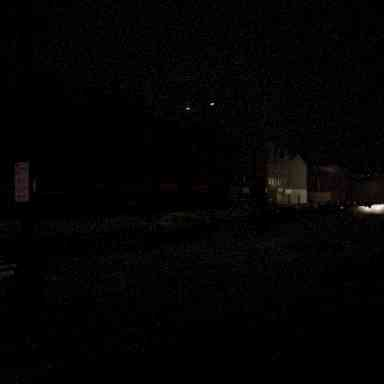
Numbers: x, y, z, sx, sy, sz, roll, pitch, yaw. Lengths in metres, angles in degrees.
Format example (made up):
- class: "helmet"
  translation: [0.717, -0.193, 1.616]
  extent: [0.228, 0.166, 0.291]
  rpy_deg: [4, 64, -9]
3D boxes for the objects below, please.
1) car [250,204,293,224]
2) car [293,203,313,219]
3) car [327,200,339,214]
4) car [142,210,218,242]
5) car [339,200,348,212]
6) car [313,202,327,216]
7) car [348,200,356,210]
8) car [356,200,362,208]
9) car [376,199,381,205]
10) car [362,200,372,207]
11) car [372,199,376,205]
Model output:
- class: "car"
  translation: [5.987, 1.713, 25.941]
  extent: [1.947, 1.339, 4.313]
  rpy_deg: [-1, -1, 35]
- class: "car"
  translation: [9.237, 1.741, 30.533]
  extent: [2.008, 1.369, 4.403]
  rpy_deg: [-1, -1, 35]
- class: "car"
  translation: [15.737, 1.832, 39.716]
  extent: [1.887, 1.381, 4.507]
  rpy_deg: [-1, -1, 35]
- class: "car"
  translation: [-0.415, 1.597, 16.896]
  extent: [1.752, 1.417, 4.829]
  rpy_deg: [-1, -1, 35]
- class: "car"
  translation: [18.987, 1.782, 44.310]
  extent: [1.967, 1.590, 4.097]
  rpy_deg: [-1, -1, 35]
- class: "car"
  translation: [12.488, 1.819, 35.124]
  extent: [1.802, 1.307, 4.206]
  rpy_deg: [-1, -1, 35]
- class: "car"
  translation: [22.238, 1.950, 48.900]
  extent: [2.008, 1.369, 4.403]
  rpy_deg: [-1, -1, 35]
- class: "car"
  translation: [25.488, 2.011, 53.491]
  extent: [2.008, 1.369, 4.403]
  rpy_deg: [-1, -1, 35]
- class: "car"
  translation: [44.988, 2.458, 81.039]
  extent: [2.008, 1.369, 4.403]
  rpy_deg: [-2, -2, 35]
- class: "car"
  translation: [31.989, 2.144, 62.675]
  extent: [2.008, 1.369, 4.403]
  rpy_deg: [-1, -1, 35]
- class: "car"
  translation: [35.238, 2.209, 67.266]
  extent: [1.887, 1.381, 4.507]
  rpy_deg: [-1, -2, 35]
